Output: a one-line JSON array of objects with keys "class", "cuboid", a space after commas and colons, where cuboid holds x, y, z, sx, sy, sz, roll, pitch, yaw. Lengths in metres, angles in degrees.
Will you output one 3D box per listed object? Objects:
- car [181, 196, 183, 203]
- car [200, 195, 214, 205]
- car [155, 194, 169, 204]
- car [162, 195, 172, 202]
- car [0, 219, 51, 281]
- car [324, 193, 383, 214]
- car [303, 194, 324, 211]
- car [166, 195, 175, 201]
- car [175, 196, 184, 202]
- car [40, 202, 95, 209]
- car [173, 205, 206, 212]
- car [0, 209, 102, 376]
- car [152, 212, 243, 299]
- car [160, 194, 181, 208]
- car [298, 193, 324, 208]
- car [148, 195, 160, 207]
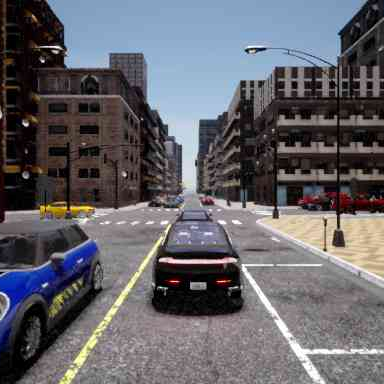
[{"class": "car", "cuboid": [-3.008, 1.620, 58.161, 1.895, 1.301, 4.718, 0, 0, 0]}, {"class": "car", "cuboid": [2.760, 1.458, 56.955, 1.967, 1.590, 4.097, 0, 0, 0]}, {"class": "car", "cuboid": [-5.613, 1.337, 62.646, 2.192, 1.841, 5.009, 0, 0, 0]}, {"class": "car", "cuboid": [-5.599, 1.471, 74.011, 1.967, 1.590, 4.097, 0, 0, 0]}, {"class": "car", "cuboid": [-5.730, 1.582, 9.258, 1.802, 1.307, 4.206, 0, 0, 0]}, {"class": "car", "cuboid": [14.730, 1.029, 29.193, 5.009, 1.841, 2.192, -1, 1, 0]}, {"class": "car", "cuboid": [14.610, 1.230, 35.001, 4.674, 1.442, 1.812, -1, 0, 0]}, {"class": "car", "cuboid": [-5.585, 1.481, 85.377, 1.967, 1.590, 4.097, 0, 0, 0]}, {"class": "car", "cuboid": [-2.902, 1.572, 79.098, 2.033, 1.411, 5.357, 0, 0, 0]}, {"class": "car", "cuboid": [-11.789, 1.676, 31.605, 5.008, 1.535, 1.882, -1, 0, 0]}, {"class": "car", "cuboid": [0.120, 1.565, 17.078, 1.994, 1.385, 4.181, 0, 0, 0]}, {"class": "car", "cuboid": [-3.093, 1.352, 5.689, 2.097, 1.767, 4.553, 0, 0, 0]}, {"class": "car", "cuboid": [0.113, 1.491, 8.463, 2.128, 1.511, 4.902, 0, 0, 0]}, {"class": "car", "cuboid": [-3.006, 1.365, 48.229, 2.097, 1.767, 4.553, 0, 0, 0]}, {"class": "car", "cuboid": [14.606, 1.015, 37.572, 5.009, 1.841, 2.192, -1, 1, 0]}, {"class": "car", "cuboid": [-5.627, 1.581, 51.281, 1.947, 1.339, 4.313, 0, 0, 0]}]
